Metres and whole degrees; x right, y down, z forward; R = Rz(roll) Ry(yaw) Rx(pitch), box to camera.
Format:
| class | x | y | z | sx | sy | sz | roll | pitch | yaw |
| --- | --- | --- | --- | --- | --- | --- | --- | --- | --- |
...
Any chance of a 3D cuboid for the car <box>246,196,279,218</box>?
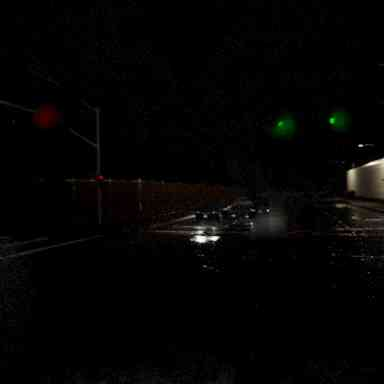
| class | x | y | z | sx | sy | sz | roll | pitch | yaw |
| --- | --- | --- | --- | --- | --- | --- | --- | --- | --- |
| car | 6.072 | 1.339 | 28.169 | 1.837 | 1.490 | 4.892 | -1 | 0 | 17 |

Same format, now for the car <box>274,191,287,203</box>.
| class | x | y | z | sx | sy | sz | roll | pitch | yaw |
| --- | --- | --- | --- | --- | --- | --- | --- | --- | --- |
| car | 15.415 | 0.840 | 58.380 | 2.150 | 2.045 | 5.566 | -1 | 0 | 17 |

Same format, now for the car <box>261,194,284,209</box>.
| class | x | y | z | sx | sy | sz | roll | pitch | yaw |
| --- | --- | --- | --- | --- | --- | --- | --- | --- | --- |
| car | 9.633 | 1.319 | 39.765 | 1.994 | 1.385 | 4.181 | -1 | 0 | 17 |

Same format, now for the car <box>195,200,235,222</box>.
| class | x | y | z | sx | sy | sz | roll | pitch | yaw |
| --- | --- | --- | --- | --- | --- | --- | --- | --- | --- |
| car | 1.648 | 1.422 | 25.689 | 2.128 | 1.511 | 4.902 | -1 | 0 | 17 |

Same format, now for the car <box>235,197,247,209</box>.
| class | x | y | z | sx | sy | sz | roll | pitch | yaw |
| --- | --- | --- | --- | --- | --- | --- | --- | --- | --- |
| car | 6.000 | 1.362 | 39.844 | 1.812 | 1.442 | 4.674 | -1 | 0 | 17 |
